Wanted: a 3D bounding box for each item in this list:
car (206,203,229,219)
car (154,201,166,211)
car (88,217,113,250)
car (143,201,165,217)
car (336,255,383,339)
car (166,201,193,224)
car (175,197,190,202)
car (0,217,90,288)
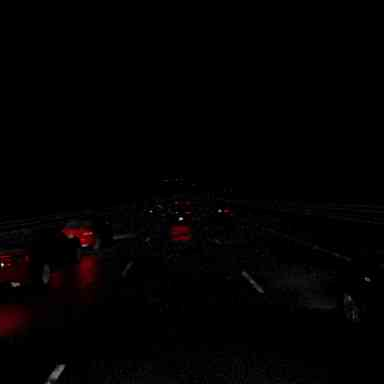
[{"bbox_3d":[2.399,1.772,31.799,2.033,1.411,5.357,-3,-1,-1],"label":"car"},{"bbox_3d":[-5.020,2.139,50.284,2.097,1.767,4.553,-3,-1,-1],"label":"car"},{"bbox_3d":[-5.157,1.958,16.288,1.812,1.442,4.674,-3,-1,-2],"label":"car"},{"bbox_3d":[-4.773,2.234,40.487,1.994,1.385,4.181,-3,-1,-1],"label":"car"},{"bbox_3d":[3.554,1.216,3.857,2.097,1.767,4.553,-3,-1,-3],"label":"car"},{"bbox_3d":[-0.949,1.856,28.307,1.837,1.490,4.892,-3,-1,-2],"label":"car"},{"bbox_3d":[-1.488,1.869,53.554,2.150,2.045,5.566,-3,-1,0],"label":"car"},{"bbox_3d":[-4.905,1.833,10.295,1.882,1.535,5.008,-3,-1,-3],"label":"car"}]
